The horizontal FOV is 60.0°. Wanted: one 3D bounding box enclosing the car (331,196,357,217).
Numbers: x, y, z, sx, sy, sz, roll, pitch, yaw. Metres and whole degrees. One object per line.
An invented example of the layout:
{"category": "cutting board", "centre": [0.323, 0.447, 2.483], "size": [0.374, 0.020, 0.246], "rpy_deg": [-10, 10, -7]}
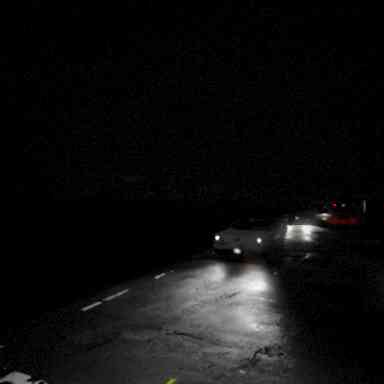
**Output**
{"category": "car", "centre": [15.576, 1.401, 34.140], "size": [2.150, 2.045, 5.566], "rpy_deg": [0, 0, 25]}

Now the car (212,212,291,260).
{"category": "car", "centre": [2.431, 1.660, 13.030], "size": [1.895, 1.301, 4.718], "rpy_deg": [0, 0, 25]}

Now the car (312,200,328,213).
{"category": "car", "centre": [15.292, 1.697, 40.102], "size": [1.882, 1.535, 5.008], "rpy_deg": [0, -1, 25]}

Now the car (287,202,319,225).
{"category": "car", "centre": [8.294, 1.690, 25.474], "size": [1.994, 1.385, 4.181], "rpy_deg": [0, 0, 25]}

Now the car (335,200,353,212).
{"category": "car", "centre": [20.106, 1.784, 43.857], "size": [2.033, 1.411, 5.357], "rpy_deg": [0, 0, 25]}
